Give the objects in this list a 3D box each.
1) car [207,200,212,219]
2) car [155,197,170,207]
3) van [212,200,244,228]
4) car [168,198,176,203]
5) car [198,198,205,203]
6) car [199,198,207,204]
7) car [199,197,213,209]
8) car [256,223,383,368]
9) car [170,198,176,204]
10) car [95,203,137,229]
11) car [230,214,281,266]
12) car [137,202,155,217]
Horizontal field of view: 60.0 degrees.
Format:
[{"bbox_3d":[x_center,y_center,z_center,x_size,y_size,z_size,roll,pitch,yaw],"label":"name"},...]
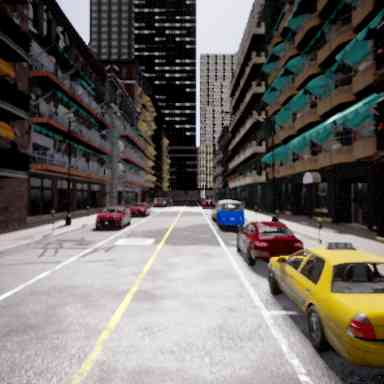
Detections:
[{"bbox_3d":[2.565,1.706,28.793,1.752,1.417,4.829,0,0,0],"label":"car"},{"bbox_3d":[-5.321,1.817,57.061,1.967,1.590,4.097,0,0,0],"label":"car"},{"bbox_3d":[2.568,1.484,22.934,1.690,1.788,3.998,0,0,0],"label":"van"},{"bbox_3d":[-5.331,2.215,91.198,1.947,1.339,4.313,0,0,0],"label":"car"},{"bbox_3d":[2.549,2.215,91.207,1.947,1.339,4.313,0,-1,0],"label":"car"},{"bbox_3d":[2.552,2.135,79.827,1.802,1.307,4.206,0,0,0],"label":"car"},{"bbox_3d":[2.560,1.775,51.380,1.967,1.590,4.097,0,0,0],"label":"car"},{"bbox_3d":[2.571,1.562,6.034,1.752,1.417,4.829,0,0,0],"label":"car"},{"bbox_3d":[-5.326,1.948,74.130,1.967,1.590,4.097,0,0,0],"label":"car"},{"bbox_3d":[-5.314,1.687,22.922,1.887,1.381,4.507,0,0,0],"label":"car"},{"bbox_3d":[2.569,1.652,11.553,1.802,1.307,4.206,0,0,0],"label":"car"},{"bbox_3d":[-5.317,1.761,34.301,1.887,1.381,4.507,0,0,0],"label":"car"}]
